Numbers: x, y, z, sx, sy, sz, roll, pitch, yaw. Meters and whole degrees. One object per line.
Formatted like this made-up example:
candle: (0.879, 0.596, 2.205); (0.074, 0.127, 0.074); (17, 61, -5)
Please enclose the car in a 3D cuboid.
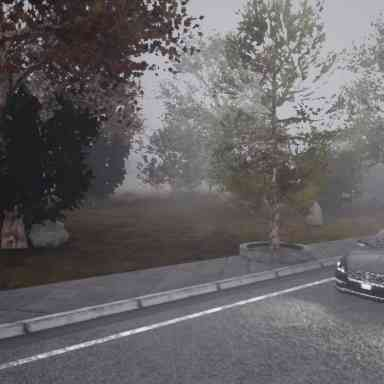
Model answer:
car: (5.192, 1.489, 7.534); (4.892, 1.490, 1.837); (0, 0, -35)
